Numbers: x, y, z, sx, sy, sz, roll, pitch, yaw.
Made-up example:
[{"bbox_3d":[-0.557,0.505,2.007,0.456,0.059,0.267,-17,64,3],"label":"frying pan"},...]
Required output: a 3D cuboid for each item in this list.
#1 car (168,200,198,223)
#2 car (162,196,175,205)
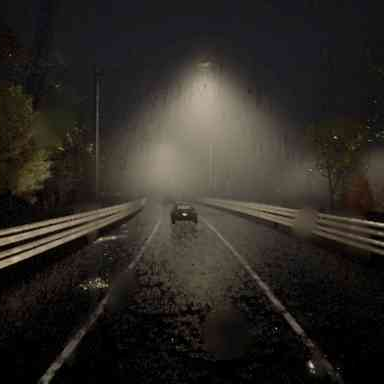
[{"bbox_3d":[-0.661,1.561,25.697,1.994,1.385,4.181,0,0,-4],"label":"car"},{"bbox_3d":[-3.965,1.461,56.629,1.837,1.490,4.892,1,0,-9],"label":"car"}]
